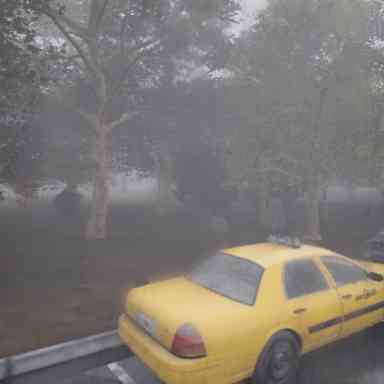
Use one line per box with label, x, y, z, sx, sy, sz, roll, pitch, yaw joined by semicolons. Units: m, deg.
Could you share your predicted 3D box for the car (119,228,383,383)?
car;1.626;1.453;5.189;5.366;1.575;1.946;0;1;-33
